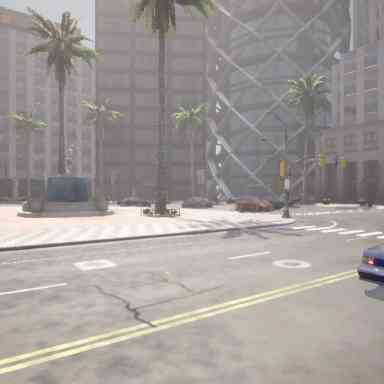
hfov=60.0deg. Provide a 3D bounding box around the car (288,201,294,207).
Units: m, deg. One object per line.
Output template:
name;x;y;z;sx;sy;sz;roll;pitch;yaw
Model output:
car;12.461;1.601;48.718;1.895;1.301;4.718;0;0;-41

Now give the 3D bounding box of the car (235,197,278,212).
car;7.089;1.351;38.114;2.097;1.767;4.553;0;0;-38

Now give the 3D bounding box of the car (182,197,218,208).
car;1.180;1.492;49.210;4.902;1.511;2.128;0;0;34

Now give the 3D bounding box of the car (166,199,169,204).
car;-6.239;1.564;60.723;4.181;1.385;1.994;0;0;18

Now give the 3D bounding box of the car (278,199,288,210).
car;8.982;1.478;41.433;1.882;1.535;5.008;0;0;-39

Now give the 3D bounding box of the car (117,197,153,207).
car;-8.933;1.601;50.526;4.718;1.301;1.895;0;0;16

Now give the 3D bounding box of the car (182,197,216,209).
car;0.648;1.564;45.266;4.181;1.385;1.994;0;0;37

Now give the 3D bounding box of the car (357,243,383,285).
car;6.233;1.547;8.220;5.357;1.411;2.033;0;0;-35

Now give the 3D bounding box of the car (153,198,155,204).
car;-8.601;1.526;53.967;4.674;1.442;1.812;0;0;15
